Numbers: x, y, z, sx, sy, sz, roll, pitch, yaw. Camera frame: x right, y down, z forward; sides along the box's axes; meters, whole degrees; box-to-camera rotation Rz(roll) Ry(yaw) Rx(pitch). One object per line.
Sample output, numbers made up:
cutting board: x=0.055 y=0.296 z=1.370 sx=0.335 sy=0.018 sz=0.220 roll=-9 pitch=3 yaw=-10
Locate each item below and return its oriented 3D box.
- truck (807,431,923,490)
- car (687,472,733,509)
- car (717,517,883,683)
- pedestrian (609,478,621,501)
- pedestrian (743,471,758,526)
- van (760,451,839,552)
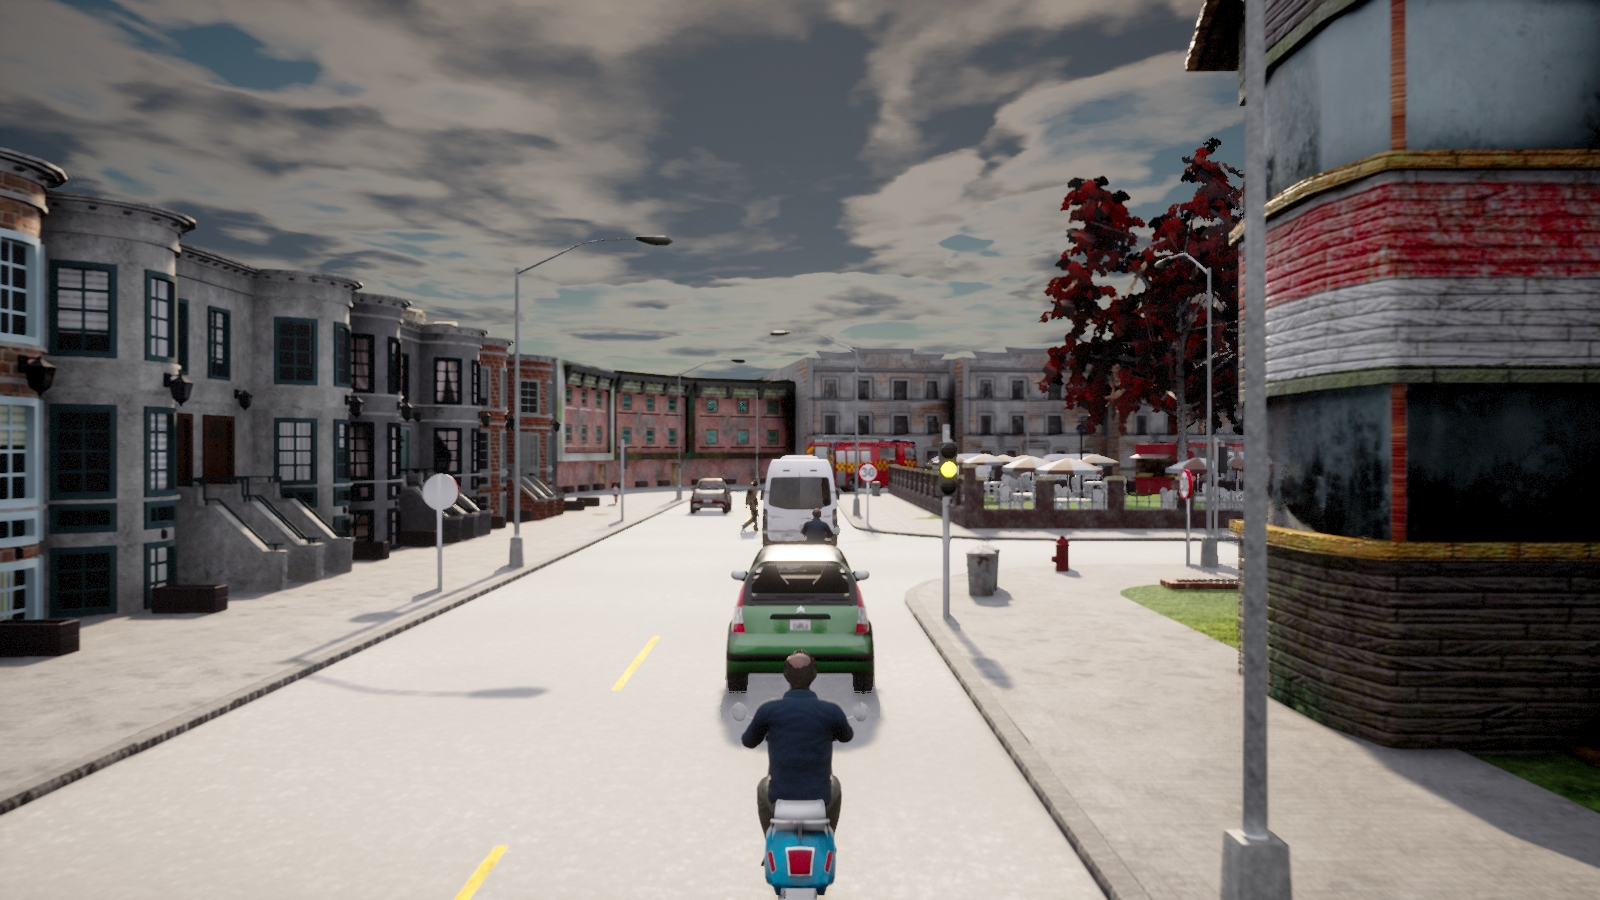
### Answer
truck: x=4.518 y=0.690 z=78.227 sx=8.468 sy=3.827 sz=2.891 roll=0 pitch=0 yaw=-43
car: x=-4.013 y=1.818 z=51.671 sx=1.789 sy=1.549 sz=3.705 roll=0 pitch=0 yaw=0
car: x=-0.001 y=1.784 z=14.721 sx=1.851 sy=1.617 sz=3.988 roll=0 pitch=0 yaw=0
pedestrian: x=-9.069 y=1.918 z=56.061 sx=0.500 sy=1.100 sz=0.500 roll=0 pitch=0 yaw=-22
pedestrian: x=-1.682 y=1.638 z=38.698 sx=0.375 sy=1.860 sz=0.375 roll=0 pitch=0 yaw=-35
van: x=-0.008 y=1.320 z=31.755 sx=1.988 sy=2.561 sz=5.915 roll=0 pitch=0 yaw=0
